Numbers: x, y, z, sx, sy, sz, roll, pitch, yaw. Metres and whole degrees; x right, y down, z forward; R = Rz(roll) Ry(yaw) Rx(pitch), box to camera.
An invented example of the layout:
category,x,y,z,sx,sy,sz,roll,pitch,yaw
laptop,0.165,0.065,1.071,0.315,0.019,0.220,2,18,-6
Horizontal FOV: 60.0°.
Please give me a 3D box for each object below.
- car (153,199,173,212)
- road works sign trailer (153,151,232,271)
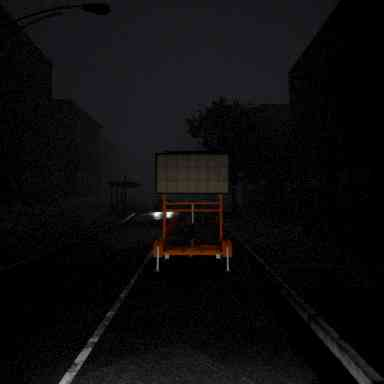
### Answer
category,x,y,z,sx,sy,sz,roll,pitch,yaw
car,-3.095,1.466,36.538,1.994,1.385,4.181,0,1,0
road works sign trailer,0.023,0.470,10.849,2.380,3.560,2.880,0,0,0
